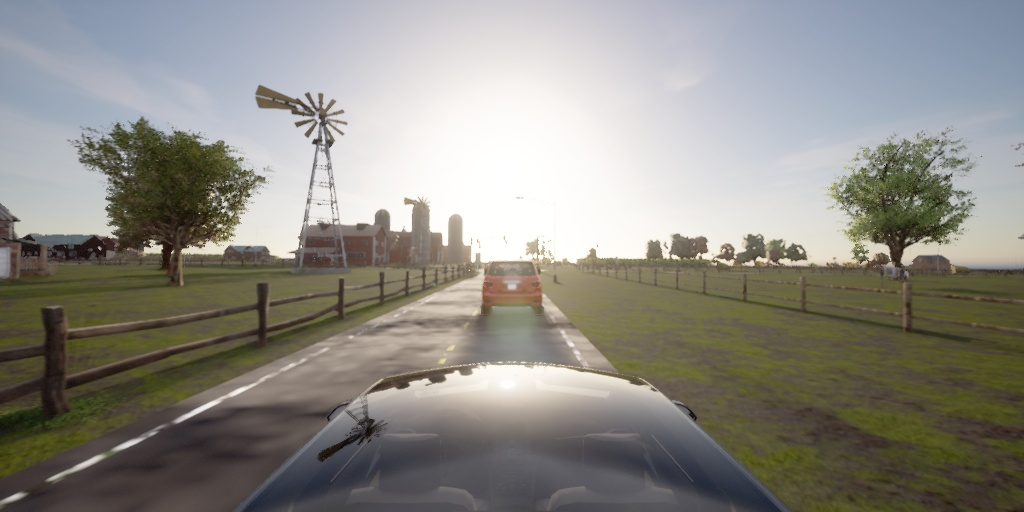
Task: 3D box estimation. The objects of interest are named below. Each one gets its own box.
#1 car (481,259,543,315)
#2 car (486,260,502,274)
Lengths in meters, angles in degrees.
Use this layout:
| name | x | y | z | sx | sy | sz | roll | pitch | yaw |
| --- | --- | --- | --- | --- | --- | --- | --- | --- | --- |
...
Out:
| name | x | y | z | sx | sy | sz | roll | pitch | yaw |
| --- | --- | --- | --- | --- | --- | --- | --- | --- | --- |
| car | 0.016 | 1.119 | 14.427 | 2.150 | 2.045 | 5.566 | 0 | 0 | 0 |
| car | -2.729 | 1.595 | 55.319 | 2.150 | 2.045 | 5.566 | 0 | -1 | 0 |
